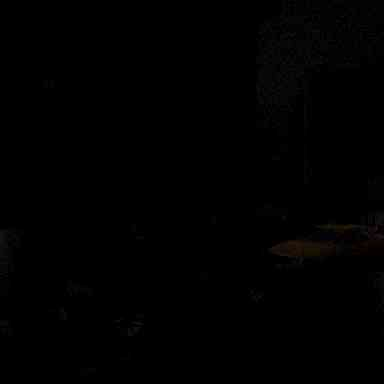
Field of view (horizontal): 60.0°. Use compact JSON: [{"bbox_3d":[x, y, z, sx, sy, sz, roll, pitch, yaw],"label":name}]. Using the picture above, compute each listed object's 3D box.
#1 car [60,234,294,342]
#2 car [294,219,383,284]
[{"bbox_3d":[-0.242,1.566,6.496,4.313,1.339,1.947,0,0,-36],"label":"car"},{"bbox_3d":[4.030,1.526,9.577,4.829,1.417,1.752,0,0,-36],"label":"car"}]
